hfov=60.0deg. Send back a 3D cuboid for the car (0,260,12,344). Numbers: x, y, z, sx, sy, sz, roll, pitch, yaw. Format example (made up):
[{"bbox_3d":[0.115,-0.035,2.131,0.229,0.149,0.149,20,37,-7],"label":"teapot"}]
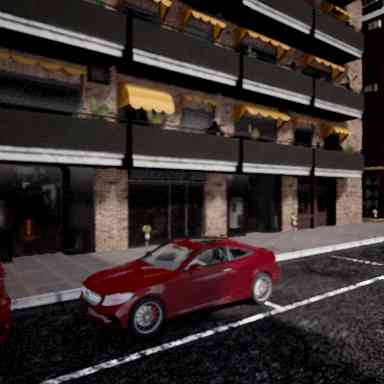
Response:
[{"bbox_3d":[-4.585,1.321,3.279,5.009,1.841,2.192,0,0,-36],"label":"car"}]

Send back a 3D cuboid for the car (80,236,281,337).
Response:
[{"bbox_3d":[-0.004,1.574,6.564,4.206,1.307,1.802,0,0,-36],"label":"car"}]
